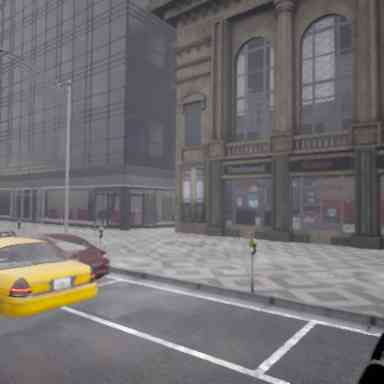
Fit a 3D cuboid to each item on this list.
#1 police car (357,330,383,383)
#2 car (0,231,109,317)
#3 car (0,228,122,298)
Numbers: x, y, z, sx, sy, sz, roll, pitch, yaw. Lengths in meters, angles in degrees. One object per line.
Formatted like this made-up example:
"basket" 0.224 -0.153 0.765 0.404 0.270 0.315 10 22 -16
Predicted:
"police car" 3.654 1.513 1.548 5.238 1.638 1.930 -1 -2 37
"car" -4.407 1.671 7.599 5.366 1.575 1.801 -1 -2 37
"car" -4.180 1.868 9.749 4.206 1.307 1.802 -1 -2 37
